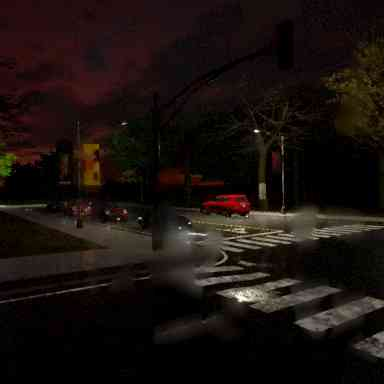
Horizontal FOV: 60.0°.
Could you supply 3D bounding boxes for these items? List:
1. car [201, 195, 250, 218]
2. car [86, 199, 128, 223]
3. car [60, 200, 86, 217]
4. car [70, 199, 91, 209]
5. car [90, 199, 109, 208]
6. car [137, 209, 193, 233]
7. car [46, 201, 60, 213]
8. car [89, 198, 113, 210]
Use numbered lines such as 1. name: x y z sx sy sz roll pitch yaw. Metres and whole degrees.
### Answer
1. car: 3.126 1.347 31.957 2.150 2.045 5.566 -1 0 -34
2. car: -7.475 1.717 29.819 2.097 1.767 4.553 -1 0 -35
3. car: -13.087 1.812 37.837 2.097 1.767 4.553 -1 0 -35
4. car: -19.655 2.080 58.701 2.033 1.411 5.357 -1 0 -35
5. car: -16.756 2.026 60.401 1.994 1.385 4.181 -1 0 -35
6. car: -1.975 1.820 22.069 2.033 1.411 5.357 -1 0 -29
7. car: -18.846 2.036 46.139 1.882 1.535 5.008 -1 0 -35
8. car: -13.791 1.783 50.392 2.097 1.767 4.553 -1 0 -35
